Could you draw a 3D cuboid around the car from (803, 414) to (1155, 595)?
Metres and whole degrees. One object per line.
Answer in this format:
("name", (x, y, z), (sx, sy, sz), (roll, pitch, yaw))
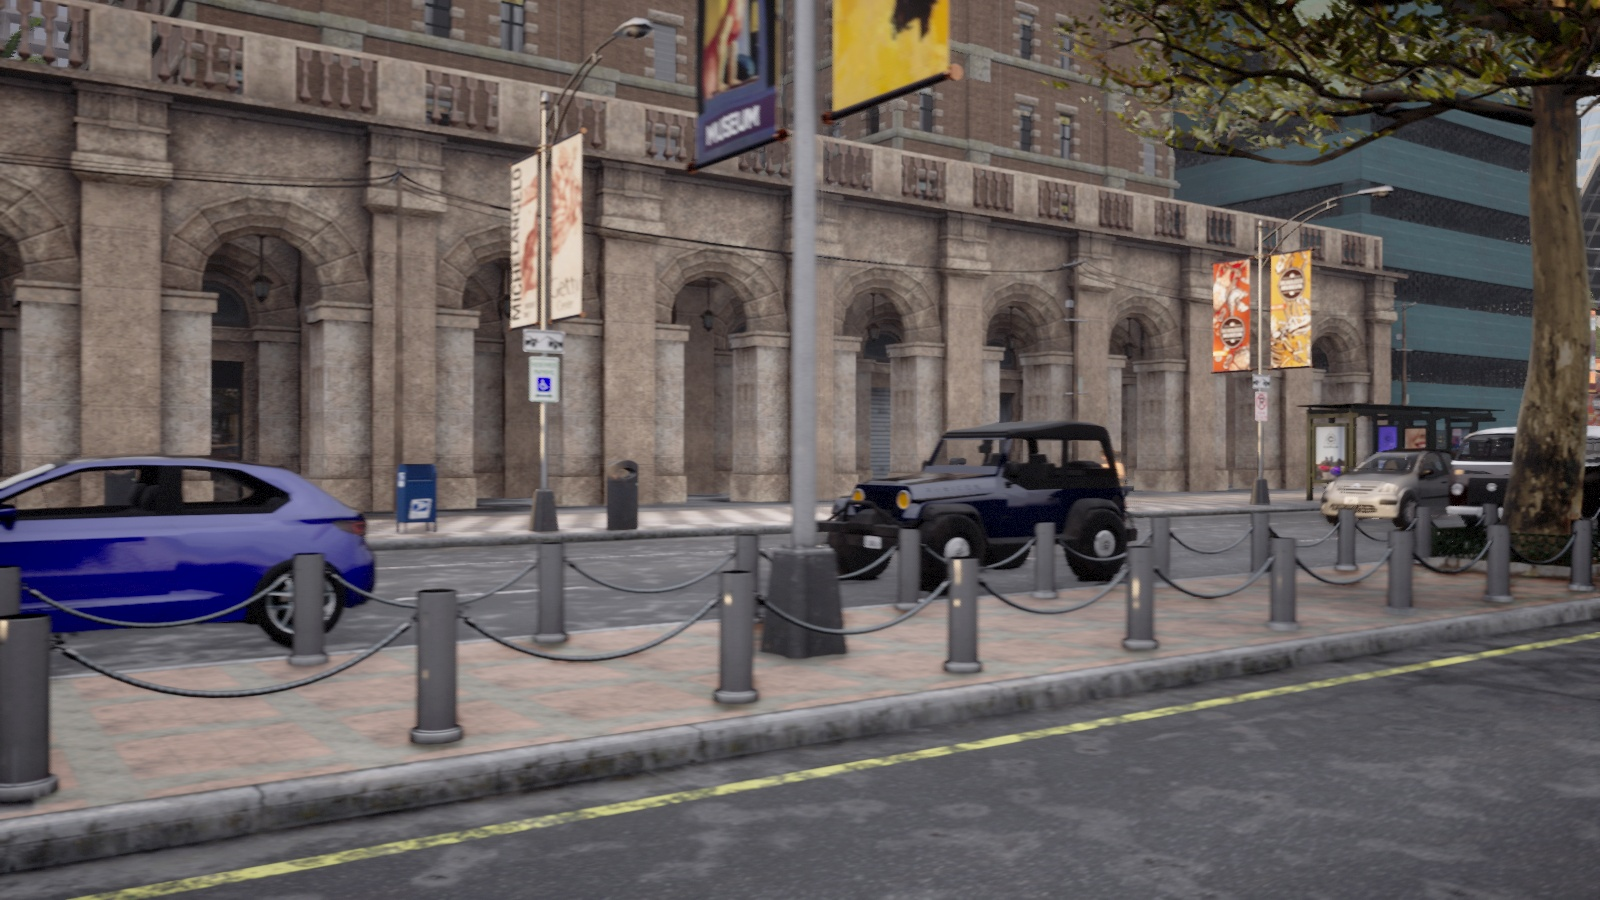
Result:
("car", (2.168, 0.573, 14.915), (3.866, 1.878, 1.905), (0, 0, -35))

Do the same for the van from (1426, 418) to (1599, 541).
("van", (13.633, 0.496, 22.897), (4.480, 2.038, 2.069), (0, 0, -35))

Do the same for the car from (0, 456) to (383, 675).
("car", (-5.556, 0.794, 9.539), (4.193, 1.474, 1.816), (0, 0, -35))

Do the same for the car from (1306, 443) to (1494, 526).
("car", (12.682, 0.681, 26.498), (3.988, 1.617, 1.851), (0, 0, -35))
